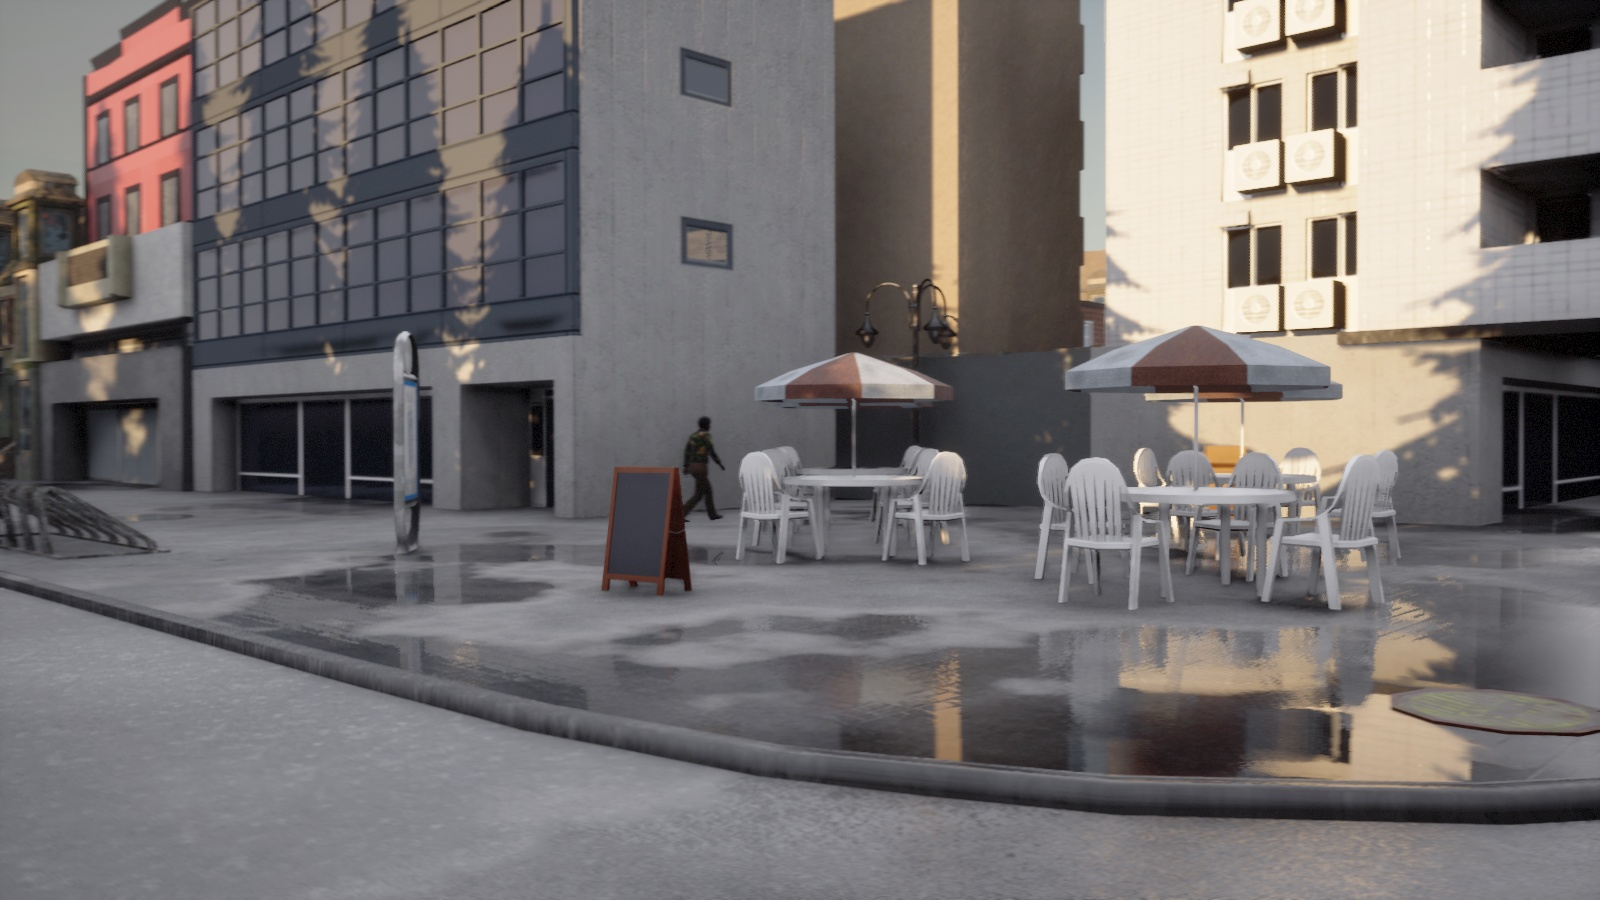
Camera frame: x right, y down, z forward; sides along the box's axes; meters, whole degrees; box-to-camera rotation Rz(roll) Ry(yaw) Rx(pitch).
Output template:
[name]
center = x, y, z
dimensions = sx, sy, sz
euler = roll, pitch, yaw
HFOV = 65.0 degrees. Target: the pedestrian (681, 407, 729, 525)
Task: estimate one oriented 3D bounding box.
[pedestrian]
center = -1.580, 0.261, 20.991
dimensions = 0.692, 1.930, 0.395
euler = 0, 1, -40
